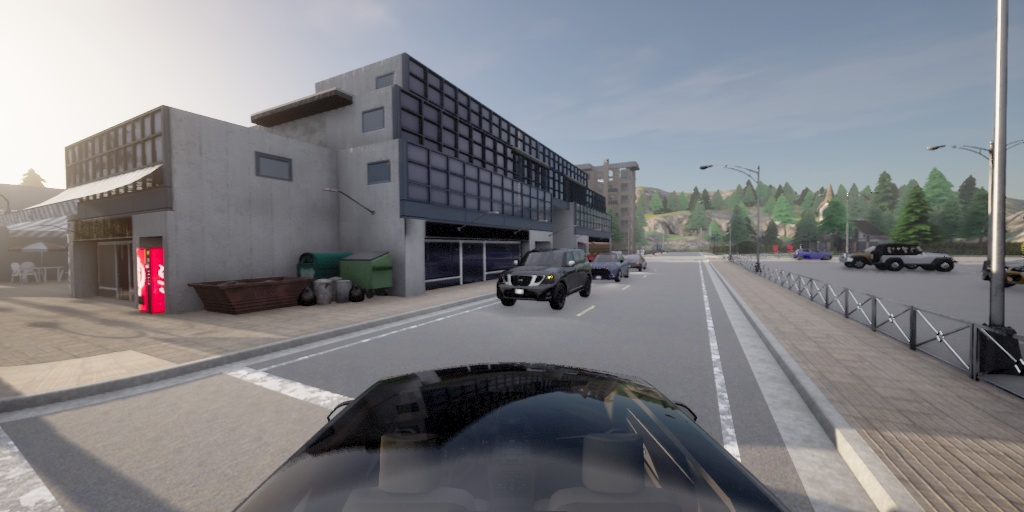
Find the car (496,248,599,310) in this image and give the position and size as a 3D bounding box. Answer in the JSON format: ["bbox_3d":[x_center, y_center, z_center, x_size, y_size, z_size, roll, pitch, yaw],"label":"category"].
[{"bbox_3d":[1.495,0.717,13.899,2.150,2.045,5.566,0,1,27],"label":"car"}]

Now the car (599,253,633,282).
[{"bbox_3d":[6.009,0.606,22.639,2.097,1.767,4.553,0,1,27],"label":"car"}]

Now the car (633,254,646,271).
[{"bbox_3d":[10.709,0.528,31.728,1.812,1.442,4.674,0,1,28],"label":"car"}]
